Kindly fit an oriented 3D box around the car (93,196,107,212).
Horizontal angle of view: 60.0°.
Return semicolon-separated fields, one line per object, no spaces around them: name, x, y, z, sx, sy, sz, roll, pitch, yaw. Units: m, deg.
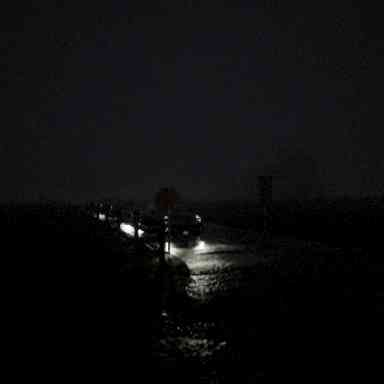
car;-9.319;1.321;35.734;2.097;1.767;4.553;0;0;-24

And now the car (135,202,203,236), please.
car;-1.177;1.269;17.109;2.097;1.767;4.553;0;0;-24

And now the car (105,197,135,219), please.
car;-5.210;1.434;26.338;2.128;1.511;4.902;0;0;-24

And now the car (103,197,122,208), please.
car;-11.509;1.484;48.044;1.837;1.490;4.892;0;0;-24

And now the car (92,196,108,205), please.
car;-16.478;1.507;59.388;2.128;1.511;4.902;0;0;-24
